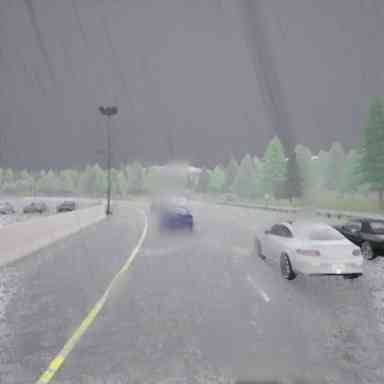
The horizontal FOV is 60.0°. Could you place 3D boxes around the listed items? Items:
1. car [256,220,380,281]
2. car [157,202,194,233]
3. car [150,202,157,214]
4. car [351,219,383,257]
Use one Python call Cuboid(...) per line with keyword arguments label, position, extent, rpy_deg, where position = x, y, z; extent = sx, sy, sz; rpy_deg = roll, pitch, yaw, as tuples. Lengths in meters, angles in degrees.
Cuboid(label="car", position=(3.245, 1.574, 9.930), extent=(1.812, 1.442, 4.674), rpy_deg=(0, 0, -3))
Cuboid(label="car", position=(-1.032, 1.608, 20.455), extent=(1.882, 1.535, 5.008), rpy_deg=(0, 0, -6))
Cuboid(label="car", position=(-3.889, 1.859, 39.316), extent=(1.895, 1.301, 4.718), rpy_deg=(0, 0, -11))
Cuboid(label="car", position=(6.620, 1.654, 12.480), extent=(1.895, 1.301, 4.718), rpy_deg=(0, 0, -3))
